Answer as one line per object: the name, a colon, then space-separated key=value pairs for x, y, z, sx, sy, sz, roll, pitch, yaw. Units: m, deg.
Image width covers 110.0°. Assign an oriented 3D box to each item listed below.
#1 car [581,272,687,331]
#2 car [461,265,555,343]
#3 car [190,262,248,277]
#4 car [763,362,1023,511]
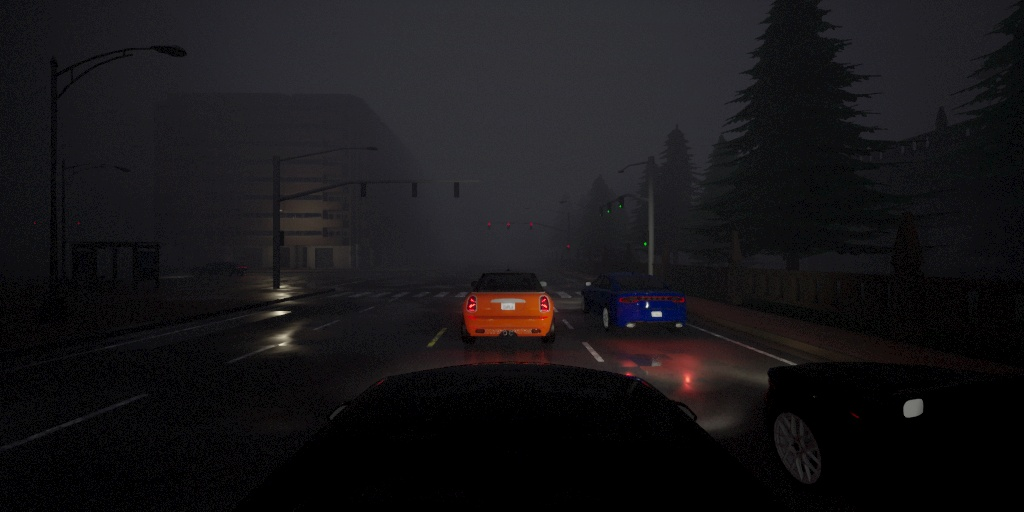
car: x=3.419 y=1.228 z=10.969 sx=1.882 sy=1.535 sz=5.008 roll=0 pitch=0 yaw=0
car: x=-0.081 y=1.102 z=9.825 sx=2.097 sy=1.767 sz=4.553 roll=0 pitch=0 yaw=0
car: x=-29.041 y=1.310 z=35.630 sx=4.892 sy=1.490 sz=1.837 roll=0 pitch=0 yaw=-1
car: x=3.288 y=1.228 z=1.443 sx=1.882 sy=1.535 sz=5.008 roll=0 pitch=0 yaw=3
